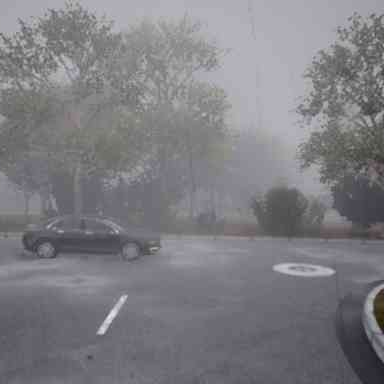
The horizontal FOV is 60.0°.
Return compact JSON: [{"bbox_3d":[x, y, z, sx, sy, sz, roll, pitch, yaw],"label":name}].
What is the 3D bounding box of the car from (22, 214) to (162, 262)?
[{"bbox_3d":[-3.553,1.601,12.205,4.892,1.490,1.837,1,0,0],"label":"car"}]
